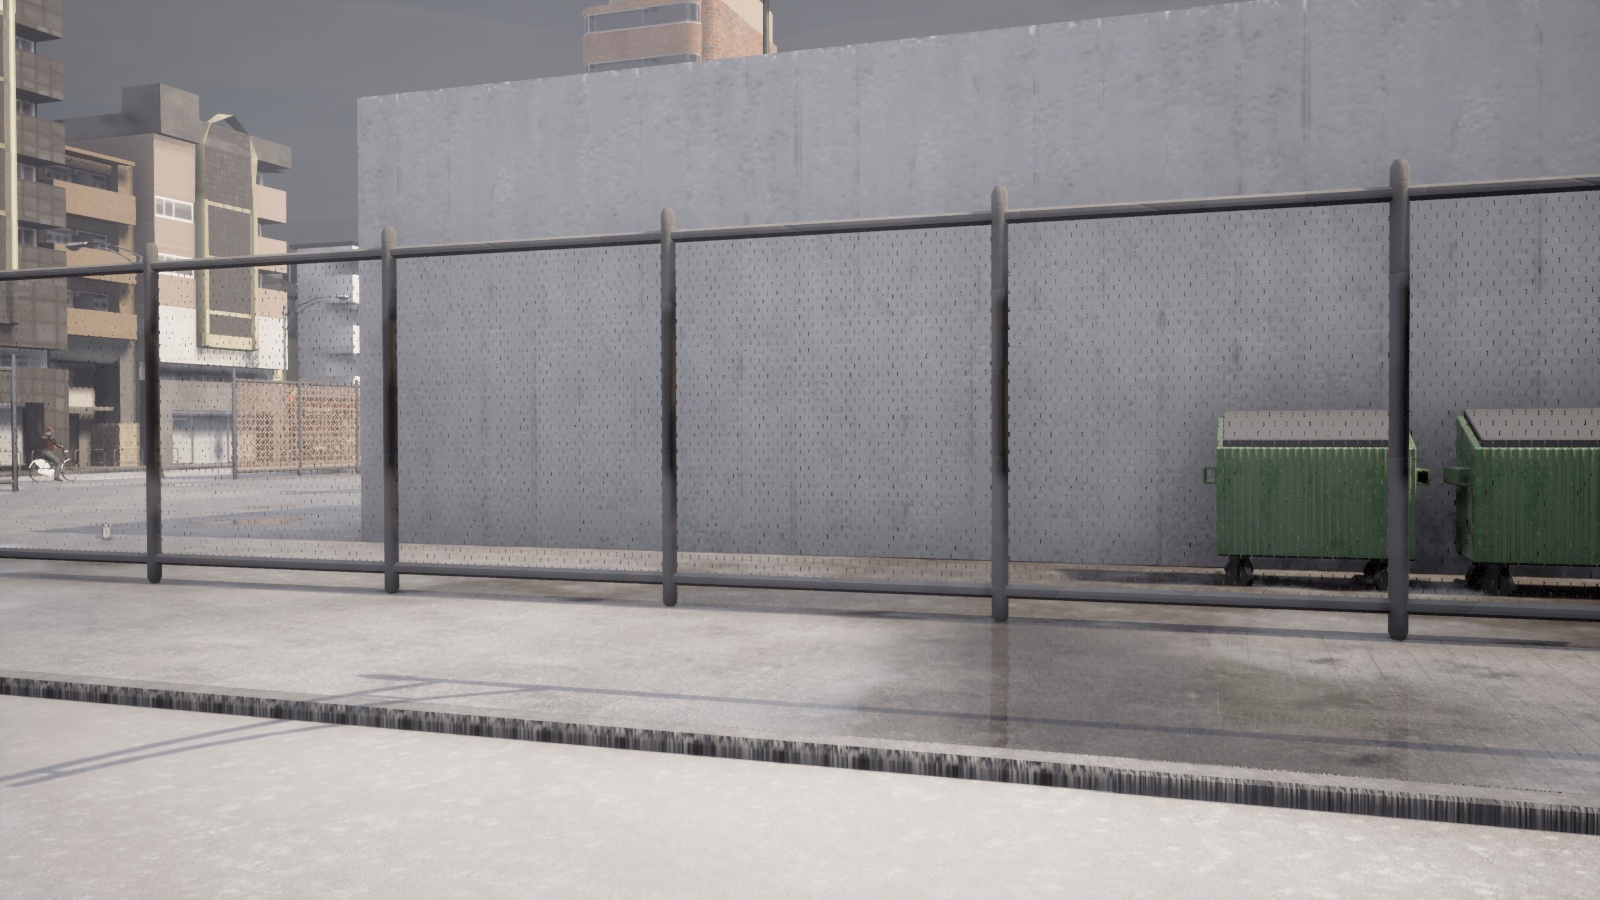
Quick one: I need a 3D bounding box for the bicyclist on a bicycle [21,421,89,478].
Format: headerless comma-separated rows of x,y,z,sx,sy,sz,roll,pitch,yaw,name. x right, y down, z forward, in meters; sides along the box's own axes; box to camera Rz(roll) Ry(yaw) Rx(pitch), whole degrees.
-23.671,-0.031,39.939,0.659,1.776,1.843,1,1,19,bicyclist on a bicycle
